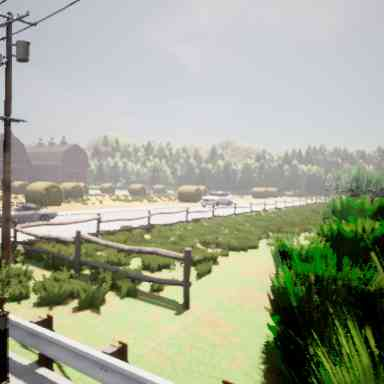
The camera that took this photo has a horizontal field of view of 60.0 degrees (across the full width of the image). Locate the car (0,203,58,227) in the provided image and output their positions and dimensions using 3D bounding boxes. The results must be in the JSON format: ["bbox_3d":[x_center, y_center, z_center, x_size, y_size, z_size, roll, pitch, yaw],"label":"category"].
[{"bbox_3d":[-10.946,1.389,20.680,1.895,1.301,4.718,2,1,33],"label":"car"}]

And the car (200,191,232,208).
[{"bbox_3d":[3.208,0.946,42.790,2.150,2.045,5.566,2,1,33],"label":"car"}]
